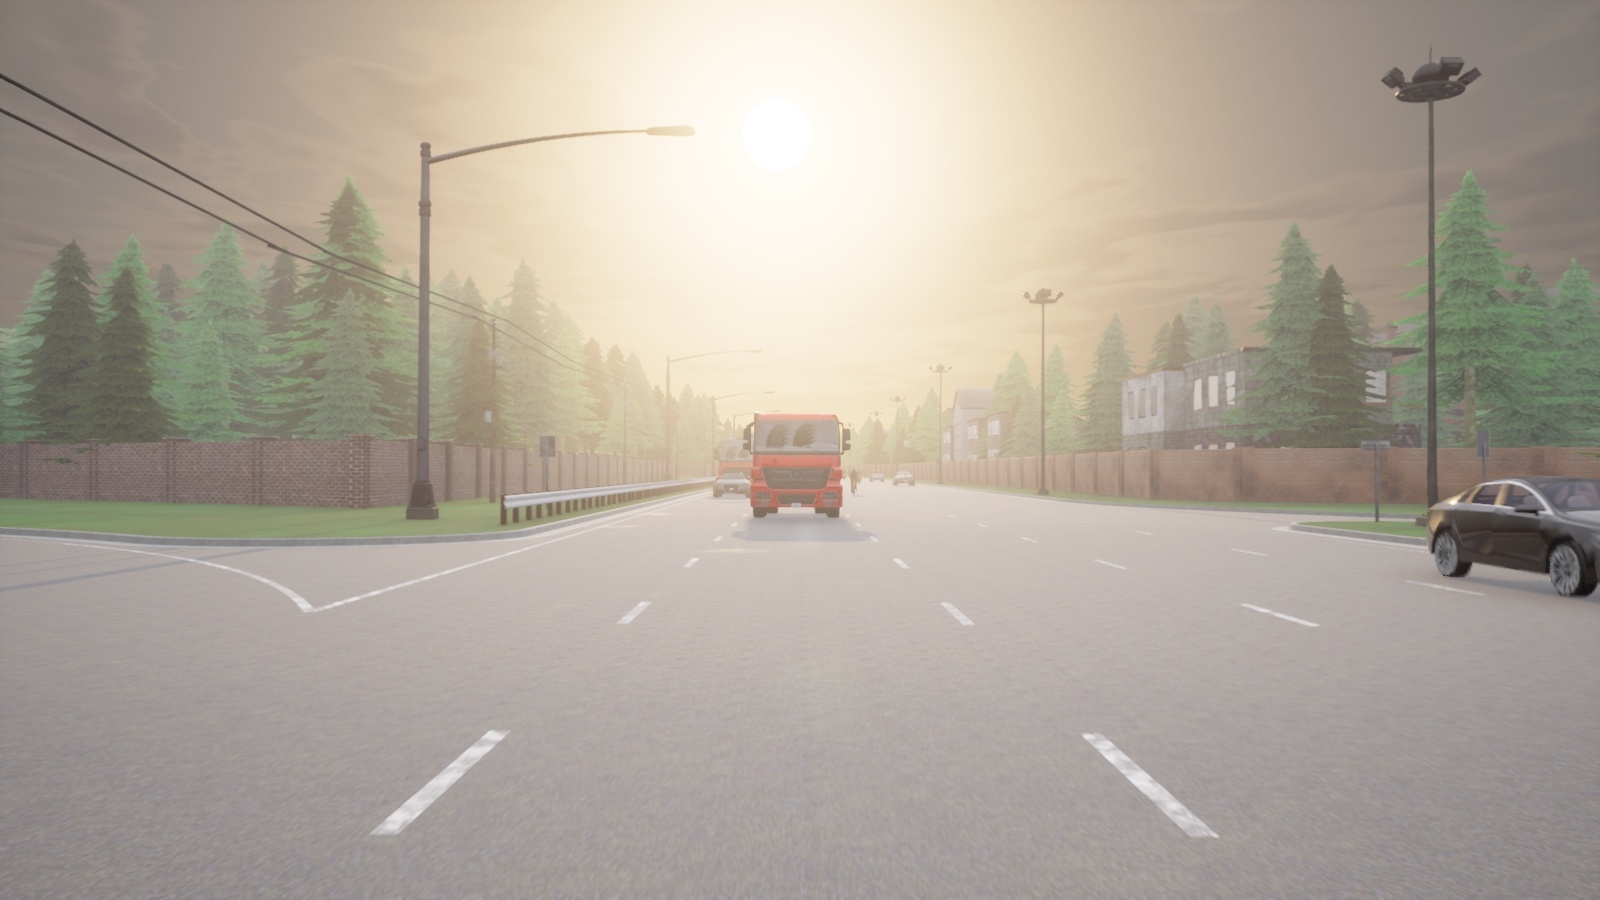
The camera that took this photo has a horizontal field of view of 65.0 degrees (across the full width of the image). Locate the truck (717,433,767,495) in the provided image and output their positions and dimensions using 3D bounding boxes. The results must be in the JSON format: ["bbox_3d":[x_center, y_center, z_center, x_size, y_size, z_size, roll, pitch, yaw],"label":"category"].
[{"bbox_3d":[-3.706,0.948,82.130,2.891,3.827,8.468,0,-1,0],"label":"truck"}]

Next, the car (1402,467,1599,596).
[{"bbox_3d":[10.458,0.995,17.112,2.128,1.511,4.902,0,-1,0],"label":"car"}]

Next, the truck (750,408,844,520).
[{"bbox_3d":[-0.109,0.500,42.731,2.891,3.462,7.936,0,-1,0],"label":"truck"}]

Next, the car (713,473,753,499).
[{"bbox_3d":[-3.670,1.976,69.351,1.994,1.385,4.181,0,-1,0],"label":"car"}]
